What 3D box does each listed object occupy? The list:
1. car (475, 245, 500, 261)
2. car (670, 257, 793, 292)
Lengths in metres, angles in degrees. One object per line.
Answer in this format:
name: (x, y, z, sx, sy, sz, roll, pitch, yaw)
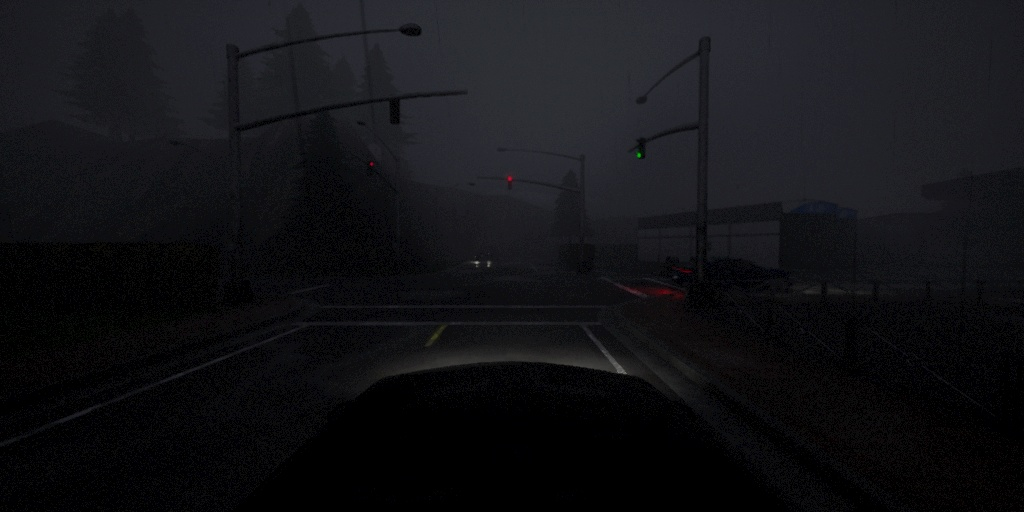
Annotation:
car: (-3.127, -0.462, 46.436, 2.150, 2.045, 5.566, 0, 2, 11)
car: (9.838, 0.801, 16.181, 5.008, 1.535, 1.882, 0, 2, 0)
